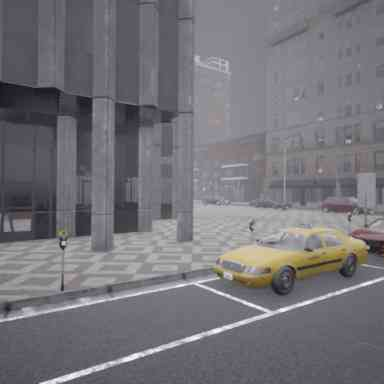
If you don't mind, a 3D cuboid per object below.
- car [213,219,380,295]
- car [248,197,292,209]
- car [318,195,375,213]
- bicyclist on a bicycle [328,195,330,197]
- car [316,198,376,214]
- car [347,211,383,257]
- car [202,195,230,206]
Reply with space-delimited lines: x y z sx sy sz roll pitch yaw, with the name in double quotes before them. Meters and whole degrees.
"car" 2.753 1.524 8.714 4.829 1.417 1.752 0 1 -35
"car" 9.035 1.296 38.947 2.033 1.411 5.357 1 0 -35
"car" 14.543 1.187 31.127 2.097 1.767 4.553 1 0 -35
"bicyclist on a bicycle" 16.312 1.145 39.450 1.656 1.620 0.582 0 0 -35
"car" 15.849 1.394 34.504 2.033 1.411 5.357 1 0 -32
"car" 7.472 1.542 12.077 4.507 1.381 1.887 0 1 -35
"car" 3.366 1.150 47.018 2.128 1.511 4.902 1 0 -35
